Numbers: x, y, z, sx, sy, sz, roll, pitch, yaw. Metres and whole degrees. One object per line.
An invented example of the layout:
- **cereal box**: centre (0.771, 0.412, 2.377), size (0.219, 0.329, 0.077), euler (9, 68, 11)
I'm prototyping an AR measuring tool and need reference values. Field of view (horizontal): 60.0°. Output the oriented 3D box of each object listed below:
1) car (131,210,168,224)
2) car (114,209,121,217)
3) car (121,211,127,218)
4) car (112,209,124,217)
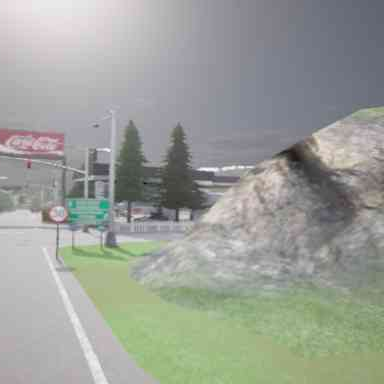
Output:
- **car**: centre (-5.441, 3.426, 41.024), size (3.866, 1.878, 1.905), euler (2, -3, -27)
- **car**: centre (-18.845, 5.015, 78.638), size (1.905, 1.878, 3.866), euler (2, -3, -27)
- **car**: centre (-15.601, 5.374, 79.564), size (1.970, 1.475, 3.806), euler (2, -3, -27)
- **car**: centre (-19.433, 5.468, 87.132), size (1.932, 1.855, 4.605), euler (2, -3, -27)
